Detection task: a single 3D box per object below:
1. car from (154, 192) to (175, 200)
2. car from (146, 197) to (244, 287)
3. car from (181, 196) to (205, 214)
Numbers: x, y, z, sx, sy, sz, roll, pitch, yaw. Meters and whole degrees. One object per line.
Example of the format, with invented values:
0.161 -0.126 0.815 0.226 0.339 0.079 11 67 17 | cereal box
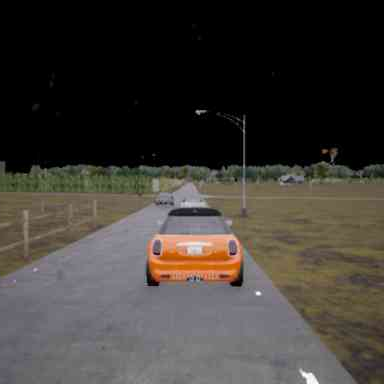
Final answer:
-2.889 0.772 36.038 1.837 1.490 4.892 0 1 0 | car
0.066 1.177 8.941 2.097 1.767 4.553 0 1 0 | car
0.056 1.041 28.277 1.895 1.301 4.718 0 1 0 | car
